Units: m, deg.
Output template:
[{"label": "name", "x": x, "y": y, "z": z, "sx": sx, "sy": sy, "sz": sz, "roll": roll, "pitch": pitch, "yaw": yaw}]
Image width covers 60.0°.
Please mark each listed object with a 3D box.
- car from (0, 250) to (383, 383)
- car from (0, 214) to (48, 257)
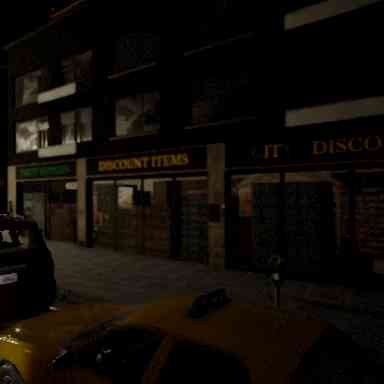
[{"label": "car", "x": -0.071, "y": 1.525, "z": 2.907, "sx": 4.829, "sy": 1.417, "sz": 1.752, "roll": 0, "pitch": -1, "yaw": 36}, {"label": "car", "x": -4.551, "y": 1.312, "z": 6.105, "sx": 5.009, "sy": 1.841, "sz": 2.192, "roll": 0, "pitch": -1, "yaw": 36}]
